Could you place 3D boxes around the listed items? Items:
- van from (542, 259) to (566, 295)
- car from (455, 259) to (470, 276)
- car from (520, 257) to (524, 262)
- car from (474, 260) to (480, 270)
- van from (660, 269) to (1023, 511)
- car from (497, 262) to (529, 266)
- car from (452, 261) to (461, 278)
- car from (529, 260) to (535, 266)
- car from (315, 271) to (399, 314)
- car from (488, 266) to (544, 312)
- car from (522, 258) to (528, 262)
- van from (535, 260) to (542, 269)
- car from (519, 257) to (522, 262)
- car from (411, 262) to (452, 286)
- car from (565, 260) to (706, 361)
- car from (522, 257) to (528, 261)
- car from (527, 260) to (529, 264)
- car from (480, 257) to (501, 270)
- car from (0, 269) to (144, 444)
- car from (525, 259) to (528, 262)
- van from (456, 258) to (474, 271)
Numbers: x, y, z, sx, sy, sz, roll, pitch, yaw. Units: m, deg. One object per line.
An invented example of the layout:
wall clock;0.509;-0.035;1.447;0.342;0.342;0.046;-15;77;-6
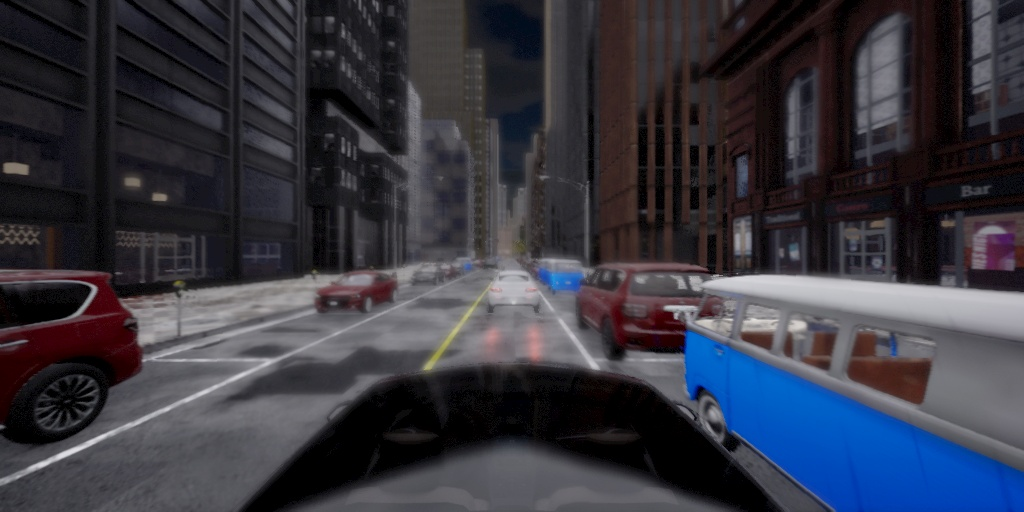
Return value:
van;2.762;1.084;19.480;1.690;1.789;3.998;0;0;0
car;-5.763;1.291;36.373;2.007;1.370;4.403;0;0;0
car;2.762;1.315;58.935;1.948;1.339;4.313;0;0;0
car;-5.763;1.294;47.645;2.007;1.370;4.403;0;0;0
van;2.763;1.090;2.571;1.690;1.789;3.998;0;0;0
car;0.063;1.342;27.228;1.895;1.301;4.718;0;0;0
car;-5.763;1.323;30.736;1.802;1.307;4.207;0;0;0
car;2.762;1.181;30.752;1.967;1.591;4.097;0;0;0
car;-5.763;1.290;13.828;1.888;1.381;4.507;0;0;0
car;0.071;1.270;14.041;1.812;1.442;4.674;0;0;0
car;2.762;1.309;47.662;1.948;1.339;4.313;0;0;0
van;2.762;1.082;25.116;1.690;1.789;3.998;0;0;0
car;2.762;1.299;64.571;1.888;1.381;4.507;0;0;0
car;-5.763;1.292;25.100;2.007;1.370;4.403;0;0;0
car;2.763;1.061;8.207;2.192;1.841;5.009;0;0;0
car;2.762;1.272;53.469;1.751;1.417;4.829;0;0;0
car;2.762;1.307;36.389;1.948;1.339;4.313;0;0;0
car;-3.076;1.098;51.711;2.097;1.767;4.553;0;0;0
car;-5.763;1.064;2.556;2.192;1.841;5.009;0;0;0
car;2.762;1.324;42.025;1.802;1.307;4.207;0;0;0
van;-5.763;1.082;42.009;1.690;1.789;3.998;0;0;0
